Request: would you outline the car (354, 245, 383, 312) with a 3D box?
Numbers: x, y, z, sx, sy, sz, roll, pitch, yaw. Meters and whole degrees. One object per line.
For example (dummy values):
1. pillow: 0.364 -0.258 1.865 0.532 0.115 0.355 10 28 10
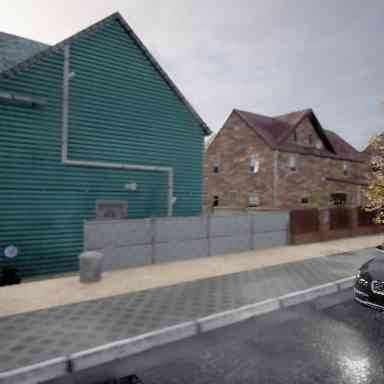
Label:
1. car: 5.251 1.511 6.814 4.892 1.490 1.837 0 0 -35
